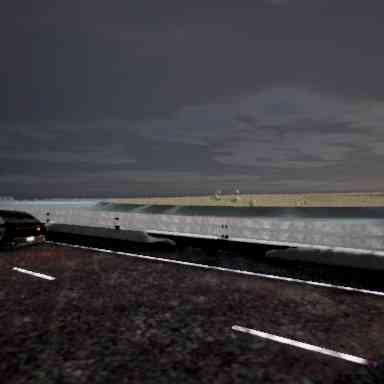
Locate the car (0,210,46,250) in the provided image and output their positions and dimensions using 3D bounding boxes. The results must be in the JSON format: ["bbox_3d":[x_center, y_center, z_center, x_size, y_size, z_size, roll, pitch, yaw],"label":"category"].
[{"bbox_3d":[-8.059,1.515,13.965,4.892,1.490,1.837,0,0,36],"label":"car"}]
